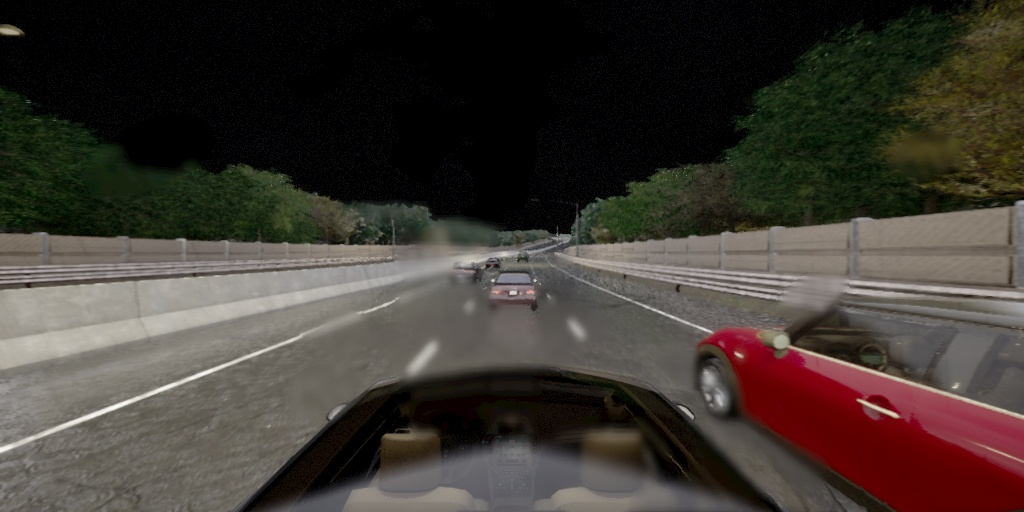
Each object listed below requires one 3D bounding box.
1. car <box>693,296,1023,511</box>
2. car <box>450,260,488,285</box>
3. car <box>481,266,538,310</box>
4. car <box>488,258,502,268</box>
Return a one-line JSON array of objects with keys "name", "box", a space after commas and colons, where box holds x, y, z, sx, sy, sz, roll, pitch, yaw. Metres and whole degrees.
[{"name": "car", "box": [3.495, 1.108, 3.002, 2.097, 1.767, 4.553, 0, 0, 0]}, {"name": "car", "box": [-3.165, 1.199, 25.683, 2.128, 1.511, 4.902, 0, 0, 1]}, {"name": "car", "box": [0.098, 1.304, 14.824, 2.033, 1.411, 5.357, 0, 0, 1]}, {"name": "car", "box": [-2.471, 0.974, 48.553, 1.837, 1.490, 4.892, 0, 1, 2]}]
